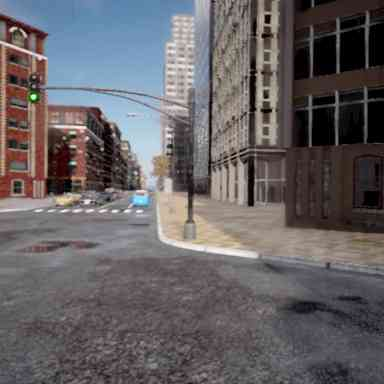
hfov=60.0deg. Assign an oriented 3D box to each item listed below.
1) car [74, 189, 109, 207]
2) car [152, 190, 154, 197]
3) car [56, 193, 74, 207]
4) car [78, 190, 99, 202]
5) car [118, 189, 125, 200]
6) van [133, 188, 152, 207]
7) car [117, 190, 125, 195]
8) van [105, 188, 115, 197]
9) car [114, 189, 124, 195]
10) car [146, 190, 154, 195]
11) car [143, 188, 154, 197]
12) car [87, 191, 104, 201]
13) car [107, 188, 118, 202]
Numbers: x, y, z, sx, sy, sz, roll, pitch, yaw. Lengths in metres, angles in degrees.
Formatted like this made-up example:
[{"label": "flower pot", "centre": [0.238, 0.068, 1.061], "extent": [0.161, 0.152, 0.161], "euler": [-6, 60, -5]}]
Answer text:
[{"label": "car", "centre": [-11.060, 0.795, 36.942], "extent": [2.128, 1.511, 4.902], "euler": [1, 1, -4]}, {"label": "car", "centre": [-8.094, 0.580, 59.414], "extent": [1.887, 1.381, 4.507], "euler": [1, 1, -6]}, {"label": "car", "centre": [-13.506, 0.805, 36.314], "extent": [1.752, 1.417, 4.829], "euler": [1, 1, -6]}, {"label": "car", "centre": [-14.724, 0.546, 47.521], "extent": [1.967, 1.590, 4.097], "euler": [1, 1, -6]}, {"label": "car", "centre": [-13.235, 0.520, 57.279], "extent": [1.812, 1.442, 4.674], "euler": [1, 1, -6]}, {"label": "van", "centre": [-5.688, 0.713, 37.334], "extent": [1.690, 1.788, 3.998], "euler": [1, 1, -6]}, {"label": "car", "centre": [-19.534, 0.072, 91.672], "extent": [1.802, 1.307, 4.206], "euler": [1, 1, -6]}, {"label": "van", "centre": [-17.125, 0.119, 69.595], "extent": [1.690, 1.788, 3.998], "euler": [1, 1, -6]}, {"label": "car", "centre": [-18.930, -0.002, 86.150], "extent": [1.967, 1.590, 4.097], "euler": [1, 1, -6]}, {"label": "car", "centre": [-11.700, 0.152, 92.525], "extent": [1.947, 1.339, 4.313], "euler": [1, 1, -6]}, {"label": "car", "centre": [-9.894, 0.110, 75.970], "extent": [2.192, 1.841, 5.009], "euler": [1, 1, -6]}, {"label": "car", "centre": [-15.327, 0.588, 53.042], "extent": [1.947, 1.339, 4.313], "euler": [1, 1, -6]}, {"label": "car", "centre": [-12.161, 0.625, 47.034], "extent": [1.882, 1.535, 5.008], "euler": [1, 1, -6]}]
